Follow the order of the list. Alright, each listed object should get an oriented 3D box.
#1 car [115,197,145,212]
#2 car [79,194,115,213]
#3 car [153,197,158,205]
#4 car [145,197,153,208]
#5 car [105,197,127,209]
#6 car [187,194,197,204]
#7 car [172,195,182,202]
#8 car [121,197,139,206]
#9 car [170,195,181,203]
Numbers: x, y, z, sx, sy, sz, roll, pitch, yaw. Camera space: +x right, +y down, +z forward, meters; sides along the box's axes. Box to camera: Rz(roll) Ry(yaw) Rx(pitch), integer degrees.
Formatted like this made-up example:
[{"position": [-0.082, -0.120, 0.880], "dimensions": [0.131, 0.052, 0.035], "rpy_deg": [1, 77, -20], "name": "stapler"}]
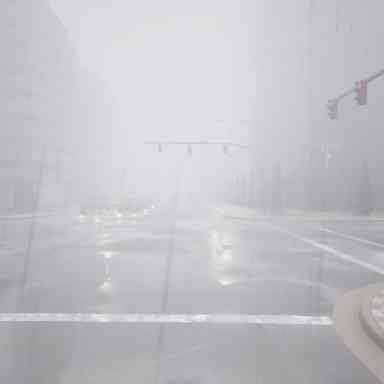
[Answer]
[{"position": [-7.072, 1.352, 38.049], "dimensions": [2.097, 1.767, 4.553], "rpy_deg": [0, 0, 0], "name": "car"}, {"position": [-10.572, 1.221, 36.703], "dimensions": [2.150, 2.045, 5.566], "rpy_deg": [0, 0, 0], "name": "car"}, {"position": [-7.041, 1.564, 56.913], "dimensions": [1.994, 1.385, 4.181], "rpy_deg": [0, 0, 0], "name": "car"}, {"position": [-7.060, 1.526, 47.033], "dimensions": [1.812, 1.442, 4.674], "rpy_deg": [0, 0, -1], "name": "car"}, {"position": [-10.563, 1.478, 46.405], "dimensions": [1.882, 1.535, 5.008], "rpy_deg": [0, 0, 0], "name": "car"}, {"position": [0.049, 1.547, 66.074], "dimensions": [2.033, 1.411, 5.357], "rpy_deg": [0, 0, 0], "name": "car"}, {"position": [-3.443, 1.494, 75.974], "dimensions": [2.128, 1.511, 4.902], "rpy_deg": [0, 0, 0], "name": "car"}, {"position": [-10.541, 1.547, 56.738], "dimensions": [2.033, 1.411, 5.357], "rpy_deg": [0, 0, 0], "name": "car"}, {"position": [-3.450, 1.505, 66.646], "dimensions": [1.837, 1.490, 4.892], "rpy_deg": [0, 0, 0], "name": "car"}]
